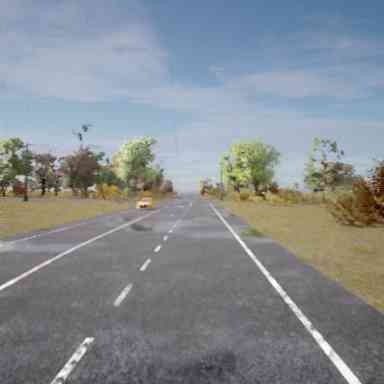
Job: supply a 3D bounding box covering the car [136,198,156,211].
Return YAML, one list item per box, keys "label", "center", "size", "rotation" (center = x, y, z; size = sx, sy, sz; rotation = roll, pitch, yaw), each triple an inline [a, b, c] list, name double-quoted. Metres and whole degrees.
- label: "car"
  center: [-5.872, 1.522, 42.875]
  size: [1.882, 1.535, 5.008]
  rotation: [-1, 0, 1]
